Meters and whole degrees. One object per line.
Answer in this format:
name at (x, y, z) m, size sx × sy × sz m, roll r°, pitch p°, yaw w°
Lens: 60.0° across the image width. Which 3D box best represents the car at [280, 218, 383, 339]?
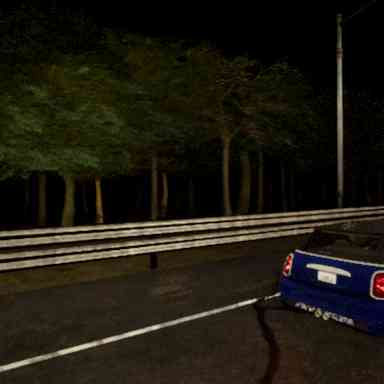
car at (3.809, 1.302, 6.276) m, size 4.553 × 1.767 × 2.097 m, roll -1°, pitch 0°, yaw -34°
